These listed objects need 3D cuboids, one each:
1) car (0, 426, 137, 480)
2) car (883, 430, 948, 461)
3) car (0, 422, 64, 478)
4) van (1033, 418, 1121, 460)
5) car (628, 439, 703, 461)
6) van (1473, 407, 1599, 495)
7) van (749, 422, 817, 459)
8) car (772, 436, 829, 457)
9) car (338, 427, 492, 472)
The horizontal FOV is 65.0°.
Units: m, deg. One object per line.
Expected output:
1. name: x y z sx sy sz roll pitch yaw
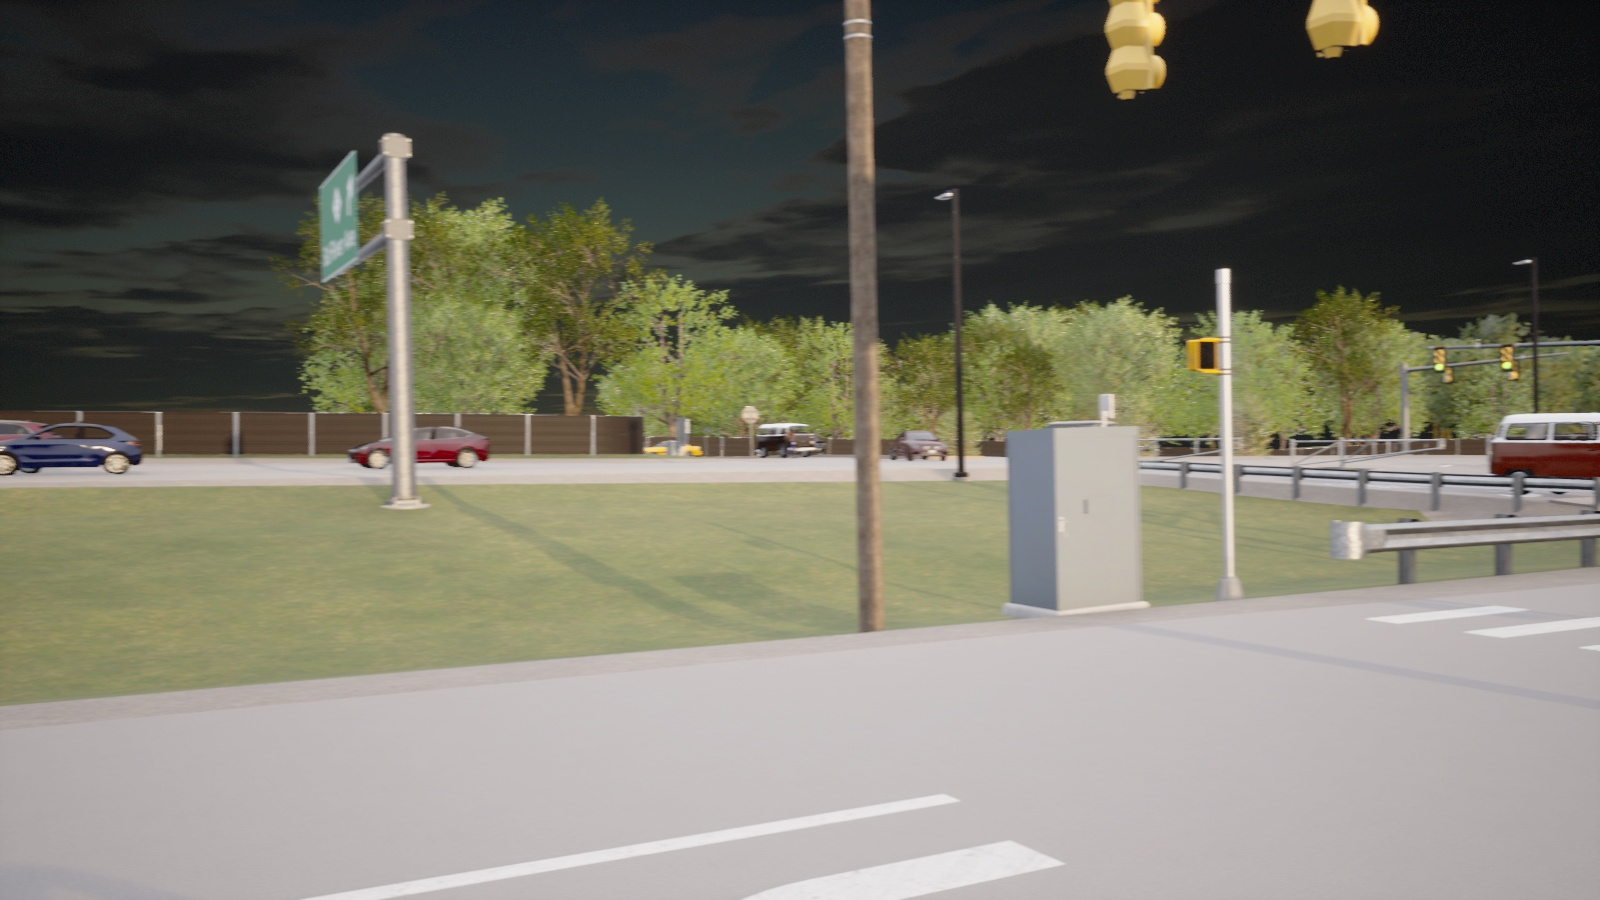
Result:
1. car: -21.198 0.072 35.621 4.193 1.474 1.816 -1 0 -29
2. car: 5.479 -0.223 60.102 1.812 1.442 4.674 0 1 -12
3. car: -24.875 0.014 37.575 4.856 1.649 2.033 -1 0 -29
4. van: 13.818 -0.512 62.886 1.775 1.987 4.442 0 0 -30
5. car: -10.144 -0.002 95.021 5.366 1.575 1.801 -1 1 -35
6. van: 19.099 0.025 30.482 2.069 2.038 4.480 0 0 -26
7. van: -1.036 -0.541 73.566 2.069 2.038 4.480 -1 0 -30
8. car: -0.005 -0.250 95.391 2.128 1.511 4.902 -2 1 -29
9. car: -13.453 -0.029 43.962 4.792 1.488 2.163 -1 0 -29
